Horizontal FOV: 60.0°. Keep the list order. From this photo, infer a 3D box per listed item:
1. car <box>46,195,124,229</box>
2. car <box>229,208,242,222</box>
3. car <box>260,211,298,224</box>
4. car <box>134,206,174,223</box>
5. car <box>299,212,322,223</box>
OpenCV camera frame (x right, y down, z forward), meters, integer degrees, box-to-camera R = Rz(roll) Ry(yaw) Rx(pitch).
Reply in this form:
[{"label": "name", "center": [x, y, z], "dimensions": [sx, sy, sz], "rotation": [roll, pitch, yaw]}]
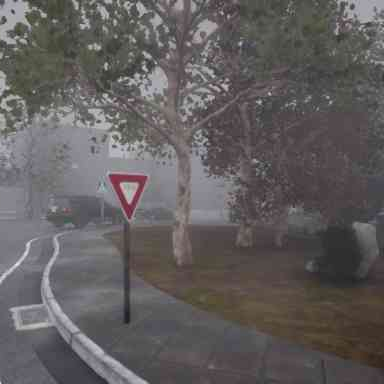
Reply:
[{"label": "car", "center": [-6.833, 1.262, 22.013], "dimensions": [2.150, 2.045, 5.566], "rotation": [-1, -2, 30]}, {"label": "car", "center": [6.936, 2.766, 41.199], "dimensions": [5.566, 2.045, 2.150], "rotation": [5, -3, -42]}, {"label": "car", "center": [10.188, 3.125, 39.885], "dimensions": [5.008, 1.535, 1.882], "rotation": [5, -4, -42]}, {"label": "car", "center": [-3.202, 2.103, 31.527], "dimensions": [1.837, 1.490, 4.892], "rotation": [0, -5, 43]}, {"label": "car", "center": [17.561, 3.774, 46.674], "dimensions": [4.892, 1.490, 1.837], "rotation": [4, -3, -42]}]
